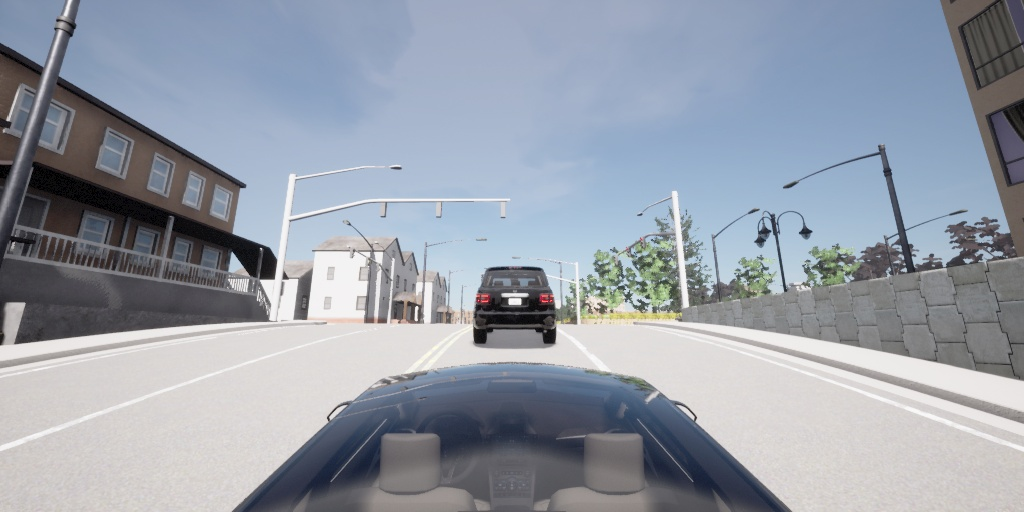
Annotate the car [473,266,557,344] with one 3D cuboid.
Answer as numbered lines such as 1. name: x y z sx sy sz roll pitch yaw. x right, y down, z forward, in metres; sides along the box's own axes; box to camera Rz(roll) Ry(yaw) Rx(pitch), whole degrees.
1. car: 0.079 1.502 11.188 2.150 2.045 5.566 0 -7 0

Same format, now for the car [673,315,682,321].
1. car: 16.700 5.451 31.694 4.553 1.767 2.097 0 -12 1
